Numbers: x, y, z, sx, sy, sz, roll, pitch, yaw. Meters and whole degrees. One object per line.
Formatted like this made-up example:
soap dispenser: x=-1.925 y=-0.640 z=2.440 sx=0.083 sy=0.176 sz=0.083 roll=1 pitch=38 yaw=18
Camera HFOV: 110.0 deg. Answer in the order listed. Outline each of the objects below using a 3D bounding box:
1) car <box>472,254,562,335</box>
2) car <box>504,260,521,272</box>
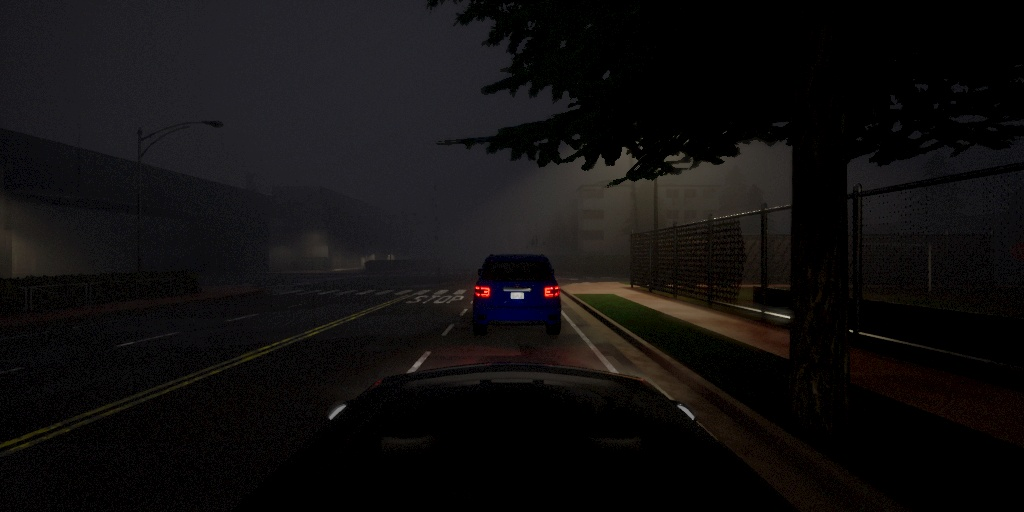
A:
car: x=0.125 y=0.972 z=10.609 sx=2.150 sy=2.045 sz=5.566 roll=0 pitch=0 yaw=0
car: x=0.068 y=1.242 z=46.454 sx=2.128 sy=1.511 sz=4.902 roll=0 pitch=0 yaw=-1
